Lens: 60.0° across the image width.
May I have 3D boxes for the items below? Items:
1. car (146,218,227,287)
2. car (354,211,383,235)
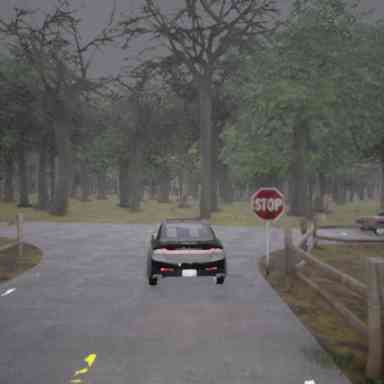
[{"bbox_3d":[-0.264,1.482,9.383,2.128,1.511,4.902,0,0,-5],"label":"car"},{"bbox_3d":[12.627,1.790,20.469,5.008,1.535,1.882,1,0,-1],"label":"car"}]
